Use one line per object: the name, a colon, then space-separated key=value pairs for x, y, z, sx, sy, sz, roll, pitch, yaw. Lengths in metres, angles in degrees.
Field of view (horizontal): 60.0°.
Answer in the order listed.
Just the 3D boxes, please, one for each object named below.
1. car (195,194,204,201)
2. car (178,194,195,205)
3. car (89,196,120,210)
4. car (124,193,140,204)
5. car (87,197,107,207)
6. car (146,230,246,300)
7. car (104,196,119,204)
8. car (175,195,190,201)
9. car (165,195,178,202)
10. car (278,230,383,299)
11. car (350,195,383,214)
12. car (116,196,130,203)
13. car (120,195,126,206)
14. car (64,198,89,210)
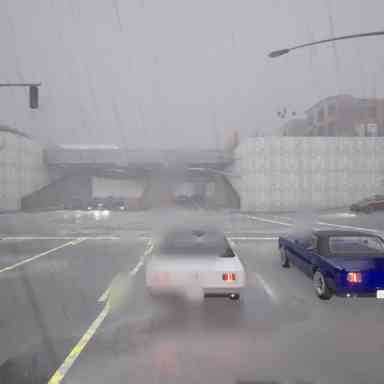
car: x=1.433 y=1.355 z=85.463 sx=2.097 sy=1.767 sz=4.553 roll=0 pitch=0 yaw=28
car: x=-0.964 y=1.491 z=60.618 sx=2.128 sy=1.511 sz=4.902 roll=0 pitch=0 yaw=-1
car: x=-11.220 y=1.493 z=42.913 sx=2.128 sy=1.511 sz=4.902 roll=0 pitch=0 yaw=-1
car: x=-11.700 y=1.221 z=64.871 sx=2.150 sy=2.045 sz=5.566 roll=0 pitch=0 yaw=-1
car: x=-14.956 y=1.525 z=52.500 sx=1.812 sy=1.442 sz=4.674 roll=0 pitch=0 yaw=-1
car: x=0.084 y=1.601 z=8.351 sx=1.895 sy=1.301 sz=4.718 roll=0 pitch=0 yaw=0
car: x=-15.172 y=1.526 z=63.140 sx=1.812 sy=1.442 sz=4.674 roll=0 pitch=0 yaw=-1
car: x=-2.368 y=1.478 z=85.429 sx=1.882 sy=1.535 sz=5.008 roll=0 pitch=0 yaw=24
car: x=-4.725 y=1.355 z=75.563 sx=2.097 sy=1.767 sz=4.553 roll=0 pitch=0 yaw=6
car: x=3.584 y=1.601 z=8.360 sx=1.895 sy=1.301 sz=4.718 roll=0 pitch=0 yaw=0
car: x=15.822 y=0.973 z=28.456 sx=4.181 sy=1.385 sz=1.994 roll=-7 pitch=0 yaw=0
car: x=-15.314 y=1.540 z=73.800 sx=2.033 sy=1.411 sz=5.357 roll=0 pitch=0 yaw=-1
car: x=-11.488 y=1.548 z=53.928 sx=2.033 sy=1.411 sz=5.357 roll=0 pitch=0 yaw=-1
car: x=-14.696 y=1.525 z=42.187 sx=1.812 sy=1.442 sz=4.674 roll=0 pitch=0 yaw=-2
